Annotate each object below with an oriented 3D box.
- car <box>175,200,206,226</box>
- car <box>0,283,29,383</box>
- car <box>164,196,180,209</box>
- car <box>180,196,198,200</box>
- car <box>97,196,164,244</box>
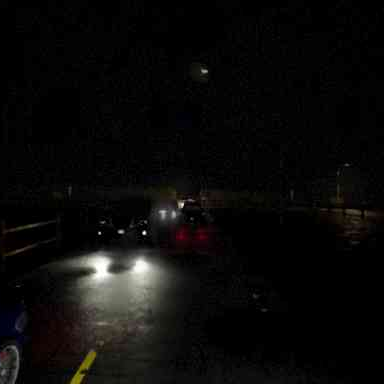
[{"bbox_3d":[0.013,1.533,23.618,1.812,1.442,4.674,0,0,0],"label":"car"},{"bbox_3d":[-2.844,1.525,2.223,1.812,1.442,4.674,0,0,0],"label":"car"},{"bbox_3d":[-2.769,1.603,41.891,1.994,1.385,4.181,0,0,0],"label":"car"},{"bbox_3d":[0.046,1.522,38.403,2.128,1.511,4.902,0,0,0],"label":"car"},{"bbox_3d":[-2.834,1.221,16.071,2.150,2.045,5.566,0,0,0],"label":"car"}]
